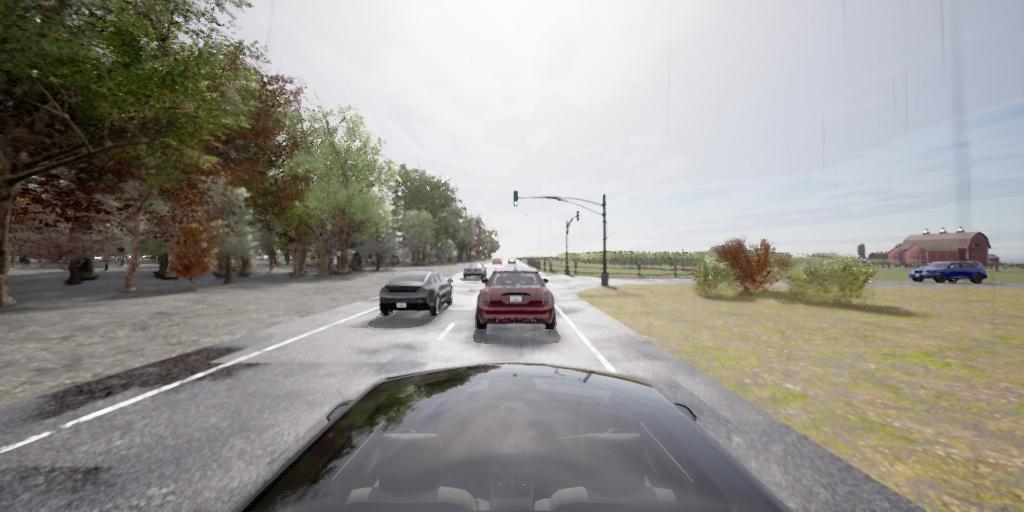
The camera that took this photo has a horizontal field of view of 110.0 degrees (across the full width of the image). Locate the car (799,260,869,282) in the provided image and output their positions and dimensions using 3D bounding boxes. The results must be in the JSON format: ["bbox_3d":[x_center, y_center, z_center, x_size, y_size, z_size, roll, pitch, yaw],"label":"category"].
[{"bbox_3d":[30.296,1.394,33.793,5.566,2.045,2.150,1,-1,0],"label":"car"}]

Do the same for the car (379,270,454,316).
[{"bbox_3d":[-3.396,1.271,13.439,1.837,1.490,4.892,0,0,0],"label":"car"}]

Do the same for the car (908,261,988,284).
[{"bbox_3d":[40.928,1.509,33.720,5.566,2.045,2.150,1,-1,1],"label":"car"}]

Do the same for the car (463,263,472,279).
[{"bbox_3d":[-3.394,1.339,33.438,2.033,1.411,5.357,0,0,0],"label":"car"}]

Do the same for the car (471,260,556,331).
[{"bbox_3d":[0.099,1.115,11.217,2.097,1.767,4.553,0,0,0],"label":"car"}]

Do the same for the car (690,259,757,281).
[{"bbox_3d":[19.918,1.281,33.844,5.566,2.045,2.150,1,-1,0],"label":"car"}]
